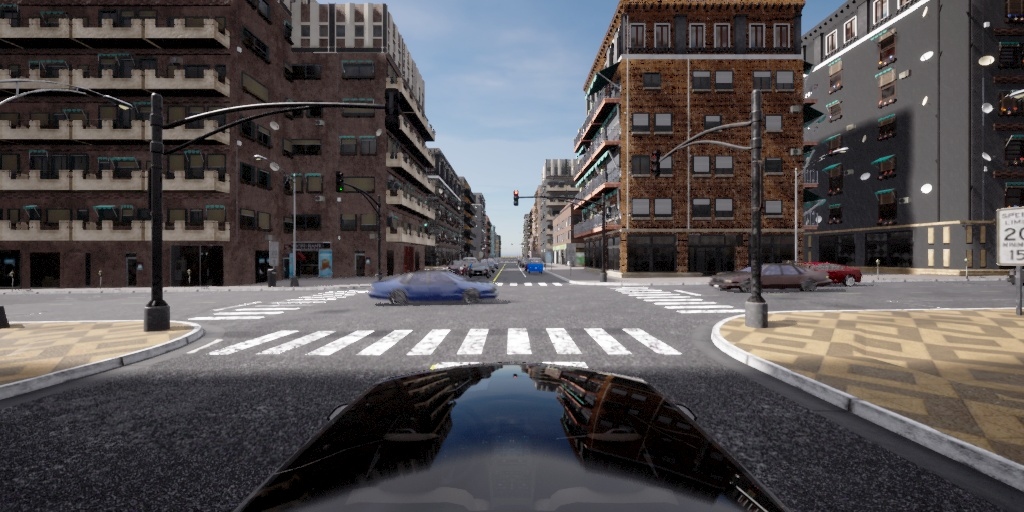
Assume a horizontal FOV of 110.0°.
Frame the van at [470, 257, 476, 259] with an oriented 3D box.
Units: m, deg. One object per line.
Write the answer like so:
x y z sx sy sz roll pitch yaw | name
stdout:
-5.517 1.079 47.046 1.690 1.789 3.998 0 0 0 | van

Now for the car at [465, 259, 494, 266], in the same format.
-2.921 1.248 33.172 1.837 1.490 4.892 0 0 0 | car

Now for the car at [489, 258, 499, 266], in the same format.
-2.951 1.287 43.073 2.033 1.411 5.357 0 0 -1 | car

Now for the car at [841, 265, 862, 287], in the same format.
17.555 1.033 20.814 4.507 1.381 1.888 0 0 0 | car

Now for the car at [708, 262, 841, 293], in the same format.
13.091 1.098 18.325 5.357 1.411 2.033 -1 0 -1 | car

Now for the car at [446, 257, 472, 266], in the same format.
-5.525 1.182 35.882 1.967 1.591 4.097 0 0 0 | car

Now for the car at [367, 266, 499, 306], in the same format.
-3.299 1.323 15.441 5.357 1.411 2.033 -1 0 0 | car

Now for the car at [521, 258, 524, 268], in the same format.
2.552 1.283 47.065 1.888 1.381 4.507 0 0 0 | car

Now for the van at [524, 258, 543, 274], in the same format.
2.602 1.081 40.861 1.690 1.789 3.998 0 0 0 | van

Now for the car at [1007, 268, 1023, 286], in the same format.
28.438 0.903 18.376 4.181 1.385 1.994 -1 0 0 | car

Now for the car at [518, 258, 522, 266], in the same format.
2.434 1.300 58.227 1.948 1.339 4.313 0 0 0 | car
